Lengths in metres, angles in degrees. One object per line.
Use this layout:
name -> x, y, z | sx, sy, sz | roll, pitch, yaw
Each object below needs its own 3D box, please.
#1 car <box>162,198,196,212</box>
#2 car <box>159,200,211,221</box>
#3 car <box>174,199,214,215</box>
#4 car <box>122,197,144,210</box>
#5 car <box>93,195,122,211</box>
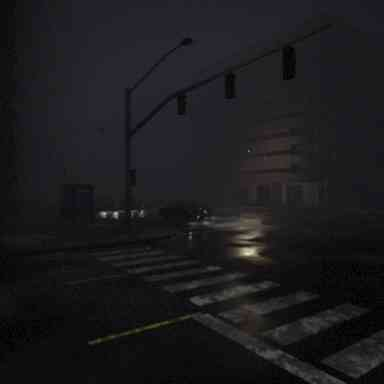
car -> -1.649, 1.552, 41.051 | 1.812, 1.442, 4.674 | 0, 0, -36
car -> -0.818, 1.636, 27.769 | 1.895, 1.301, 4.718 | 0, 0, -36
car -> 0.069, 1.632, 32.473 | 1.895, 1.301, 4.718 | 0, 0, -36
car -> -8.134, 1.383, 43.686 | 2.097, 1.767, 4.553 | 0, 0, -36
car -> -10.933, 1.387, 41.586 | 2.097, 1.767, 4.553 | 0, 0, -36
